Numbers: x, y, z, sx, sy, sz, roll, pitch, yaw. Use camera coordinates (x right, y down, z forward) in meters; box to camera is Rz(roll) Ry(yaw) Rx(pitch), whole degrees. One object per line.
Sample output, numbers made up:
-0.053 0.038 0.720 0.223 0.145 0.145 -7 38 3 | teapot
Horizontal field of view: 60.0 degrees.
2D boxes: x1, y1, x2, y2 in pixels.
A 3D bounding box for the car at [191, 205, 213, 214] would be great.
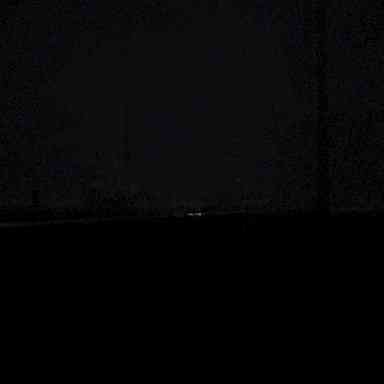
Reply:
1.761 2.945 57.948 1.882 1.535 5.008 -2 -3 35 | car
